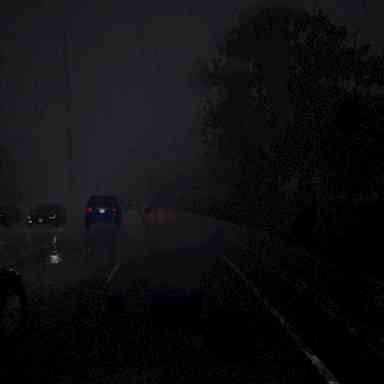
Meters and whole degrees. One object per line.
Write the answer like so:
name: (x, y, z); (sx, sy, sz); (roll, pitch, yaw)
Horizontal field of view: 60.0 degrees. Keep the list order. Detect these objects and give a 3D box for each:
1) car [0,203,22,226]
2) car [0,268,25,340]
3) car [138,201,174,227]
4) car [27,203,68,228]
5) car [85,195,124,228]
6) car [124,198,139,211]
car: (-13.344, 1.521, 23.177); (1.837, 1.490, 4.892); (0, -1, -12)
car: (-3.628, 1.499, 3.633); (2.128, 1.511, 4.902); (0, 0, -2)
car: (-2.404, 1.553, 22.945); (2.033, 1.411, 5.357); (0, 0, -11)
car: (-9.660, 1.519, 22.559); (1.837, 1.490, 4.892); (0, -1, -11)
car: (-5.879, 1.230, 22.428); (2.150, 2.045, 5.566); (0, 0, -11)
car: (-7.563, 1.504, 41.483); (2.128, 1.511, 4.902); (0, 0, -18)
